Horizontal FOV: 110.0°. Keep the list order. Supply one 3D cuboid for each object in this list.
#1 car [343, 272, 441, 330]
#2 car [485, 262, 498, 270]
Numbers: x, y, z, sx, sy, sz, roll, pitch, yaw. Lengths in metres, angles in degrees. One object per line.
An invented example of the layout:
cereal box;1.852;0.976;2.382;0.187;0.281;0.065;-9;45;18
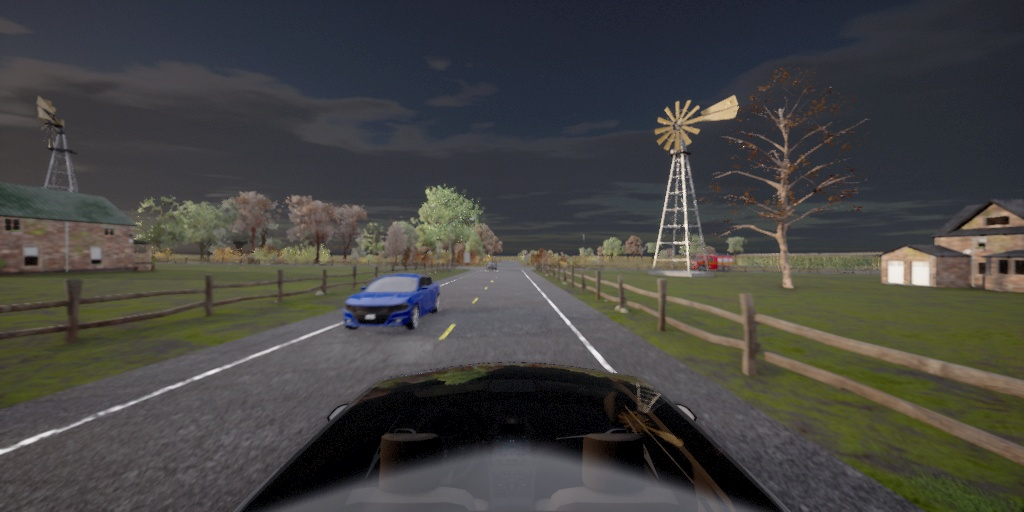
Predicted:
car;-3.598;1.306;11.612;1.882;1.535;5.008;0;-1;0
car;-3.496;1.745;62.484;1.837;1.490;4.892;0;-1;0
